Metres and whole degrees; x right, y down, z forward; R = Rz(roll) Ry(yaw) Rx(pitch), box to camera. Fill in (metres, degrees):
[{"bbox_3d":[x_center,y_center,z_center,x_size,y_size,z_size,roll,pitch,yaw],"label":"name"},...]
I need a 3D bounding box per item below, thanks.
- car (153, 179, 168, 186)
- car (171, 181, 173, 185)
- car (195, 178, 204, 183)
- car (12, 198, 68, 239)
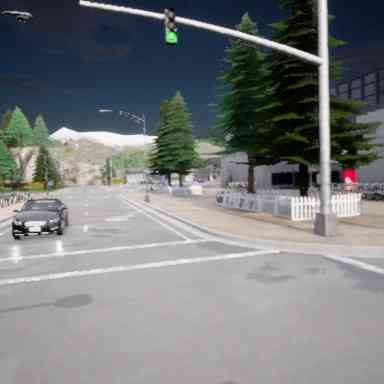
[{"bbox_3d":[-6.759,-1.863,73.381,1.845,1.501,3.633,-3,3,-17],"label":"car"},{"bbox_3d":[-6.063,-2.255,81.337,1.970,1.475,3.806,-3,3,-17],"label":"car"},{"bbox_3d":[2.212,-3.286,95.306,1.845,1.501,3.633,-3,3,-17],"label":"car"},{"bbox_3d":[-6.596,1.034,14.743,2.128,1.511,4.902,-3,3,-17],"label":"car"}]
